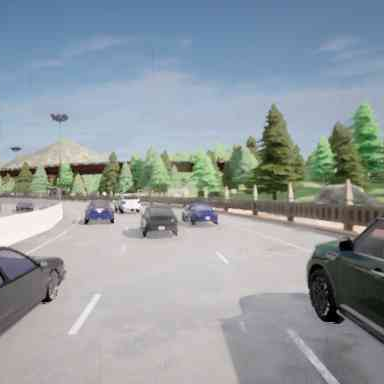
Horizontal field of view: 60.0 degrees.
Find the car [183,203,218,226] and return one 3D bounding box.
[{"bbox_3d":[0.513,1.550,23.951,1.812,1.442,4.674,0,0,-13],"label":"car"}]

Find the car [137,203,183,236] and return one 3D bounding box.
[{"bbox_3d":[-1.939,1.533,18.789,1.837,1.490,4.892,0,0,-11],"label":"car"}]

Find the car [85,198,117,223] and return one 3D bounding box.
[{"bbox_3d":[-7.235,1.409,26.085,2.097,1.767,4.553,0,0,-15],"label":"car"}]

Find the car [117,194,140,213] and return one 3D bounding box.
[{"bbox_3d":[-7.358,1.292,37.696,2.150,2.045,5.566,0,0,-21],"label":"car"}]

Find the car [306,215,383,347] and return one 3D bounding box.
[{"bbox_3d":[3.359,1.213,4.084,2.150,2.045,5.566,0,0,-2],"label":"car"}]

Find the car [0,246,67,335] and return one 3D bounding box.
[{"bbox_3d":[-3.665,1.567,5.195,2.033,1.411,5.357,0,0,-3],"label":"car"}]
